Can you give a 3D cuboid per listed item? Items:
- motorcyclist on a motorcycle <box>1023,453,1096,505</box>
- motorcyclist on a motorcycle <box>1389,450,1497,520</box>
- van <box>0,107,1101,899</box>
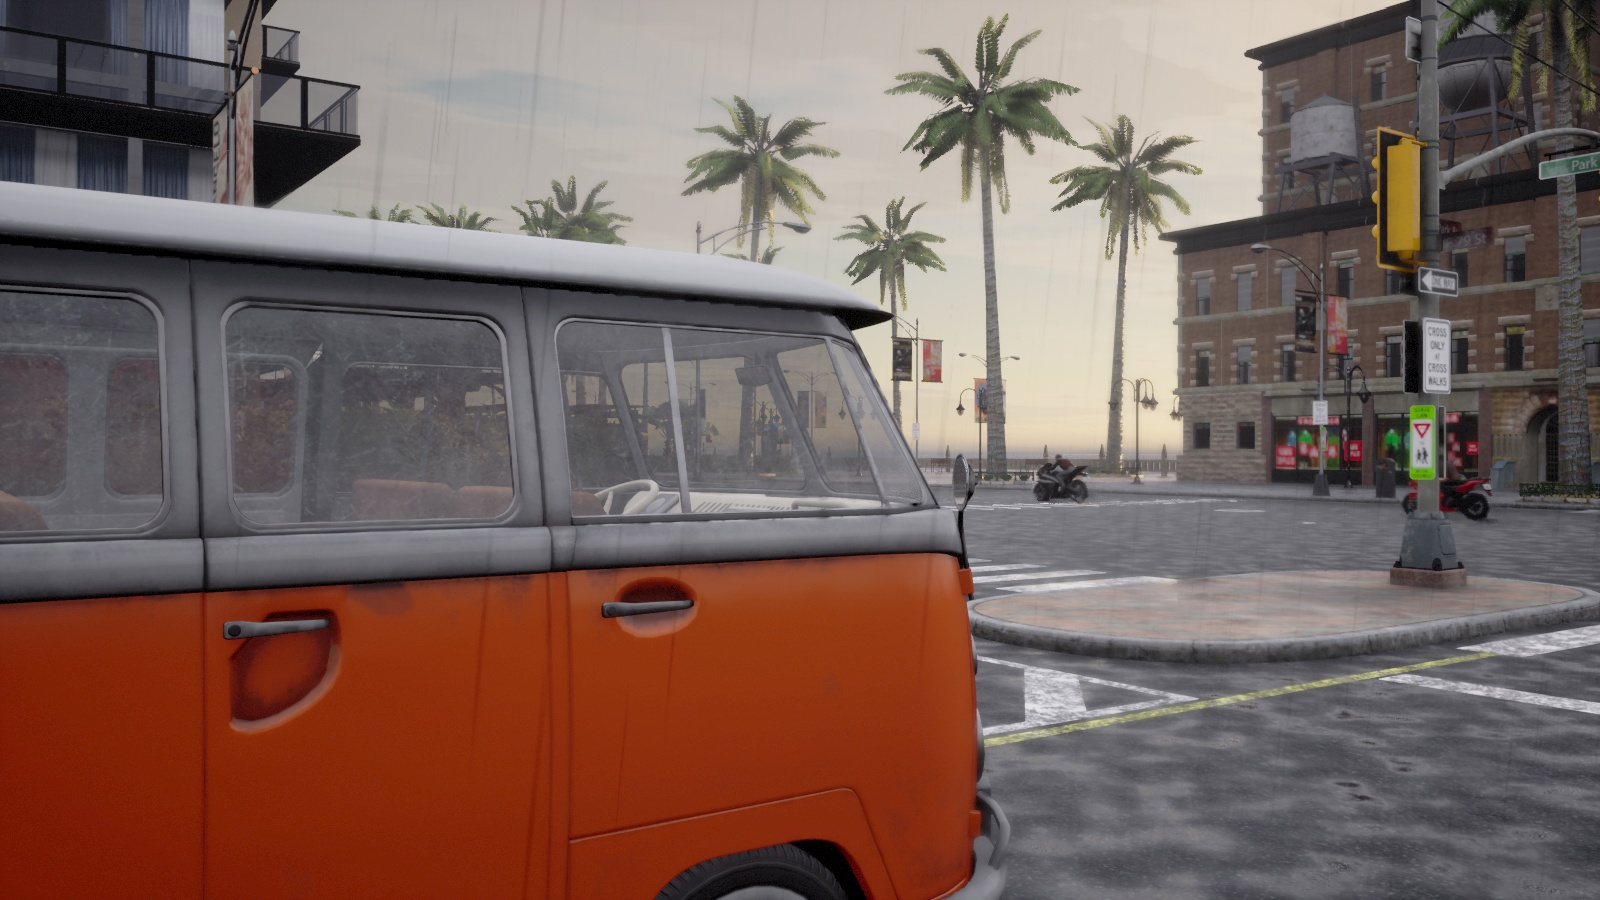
[{"bbox_3d":[7.911,0.857,38.378,0.866,1.530,2.191,0,0,-34],"label":"motorcyclist on a motorcycle"},{"bbox_3d":[14.604,0.766,28.587,0.797,1.523,2.044,0,0,-34],"label":"motorcyclist on a motorcycle"},{"bbox_3d":[-1.588,0.507,2.554,4.442,1.987,1.775,0,0,-35],"label":"van"}]
